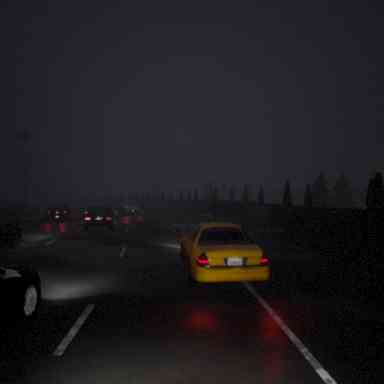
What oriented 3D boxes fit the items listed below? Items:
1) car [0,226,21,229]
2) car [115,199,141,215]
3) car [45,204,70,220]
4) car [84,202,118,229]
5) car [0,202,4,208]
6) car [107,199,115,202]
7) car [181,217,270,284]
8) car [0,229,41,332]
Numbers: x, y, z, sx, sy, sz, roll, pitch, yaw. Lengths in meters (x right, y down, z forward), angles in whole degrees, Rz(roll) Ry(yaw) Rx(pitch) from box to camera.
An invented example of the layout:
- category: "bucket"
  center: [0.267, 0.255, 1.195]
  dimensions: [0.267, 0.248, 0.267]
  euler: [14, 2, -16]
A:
- category: "car"
  center: [-7.903, 1.673, 12.046]
  dimensions: [1.895, 1.301, 4.718]
  euler: [0, 0, -8]
- category: "car"
  center: [-6.931, 1.737, 36.544]
  dimensions: [1.812, 1.442, 4.674]
  euler: [0, 0, -21]
- category: "car"
  center: [-12.021, 1.777, 30.040]
  dimensions: [1.895, 1.301, 4.718]
  euler: [0, 0, -18]
- category: "car"
  center: [-6.310, 1.680, 22.702]
  dimensions: [2.033, 1.411, 5.357]
  euler: [0, 0, -14]
- category: "car"
  center: [-23.964, 1.785, 40.337]
  dimensions: [2.033, 1.411, 5.357]
  euler: [0, 0, -26]
- category: "car"
  center: [-10.898, 1.771, 45.952]
  dimensions: [1.837, 1.490, 4.892]
  euler: [0, 0, -27]
- category: "car"
  center: [0.681, 1.512, 9.793]
  dimensions: [1.801, 1.575, 5.366]
  euler: [0, 0, -6]
- category: "car"
  center: [-3.697, 1.530, 4.368]
  dimensions: [1.837, 1.490, 4.892]
  euler: [0, -1, -2]
